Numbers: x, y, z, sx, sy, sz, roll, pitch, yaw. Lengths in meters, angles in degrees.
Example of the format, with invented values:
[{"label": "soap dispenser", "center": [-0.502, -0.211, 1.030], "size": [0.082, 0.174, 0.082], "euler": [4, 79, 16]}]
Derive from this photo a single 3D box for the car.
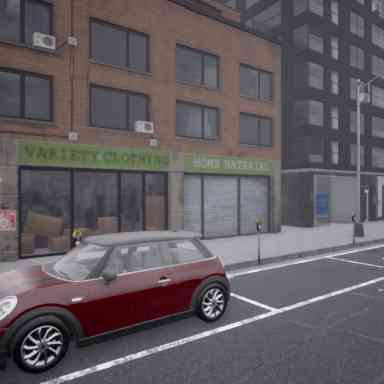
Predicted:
[{"label": "car", "center": [-1.369, 1.440, 5.559], "size": [4.097, 1.590, 1.967], "euler": [0, 0, -36]}]
